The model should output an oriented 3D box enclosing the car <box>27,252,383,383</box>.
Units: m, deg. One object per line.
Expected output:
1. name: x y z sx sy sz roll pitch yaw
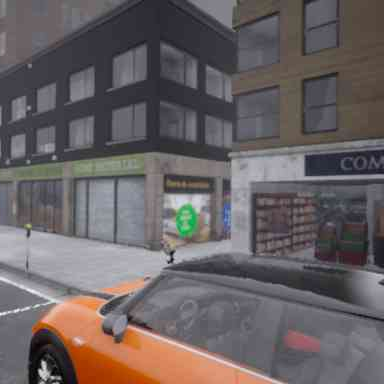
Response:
1. car: 0.319 1.398 3.192 4.553 1.767 2.097 0 -1 40
